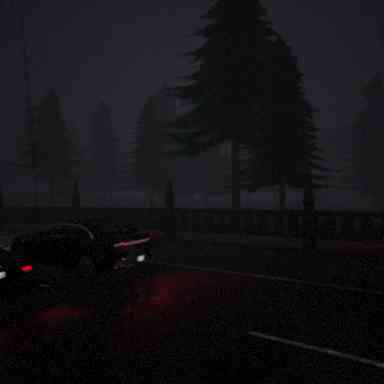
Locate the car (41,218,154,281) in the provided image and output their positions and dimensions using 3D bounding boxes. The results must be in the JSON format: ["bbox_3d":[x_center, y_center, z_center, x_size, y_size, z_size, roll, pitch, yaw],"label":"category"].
[{"bbox_3d":[-3.433,1.561,10.026,4.902,1.511,2.128,-1,0,31],"label":"car"}]

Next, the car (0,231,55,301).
[{"bbox_3d":[-5.771,1.633,7.426,5.357,1.411,2.033,-1,0,30],"label":"car"}]
